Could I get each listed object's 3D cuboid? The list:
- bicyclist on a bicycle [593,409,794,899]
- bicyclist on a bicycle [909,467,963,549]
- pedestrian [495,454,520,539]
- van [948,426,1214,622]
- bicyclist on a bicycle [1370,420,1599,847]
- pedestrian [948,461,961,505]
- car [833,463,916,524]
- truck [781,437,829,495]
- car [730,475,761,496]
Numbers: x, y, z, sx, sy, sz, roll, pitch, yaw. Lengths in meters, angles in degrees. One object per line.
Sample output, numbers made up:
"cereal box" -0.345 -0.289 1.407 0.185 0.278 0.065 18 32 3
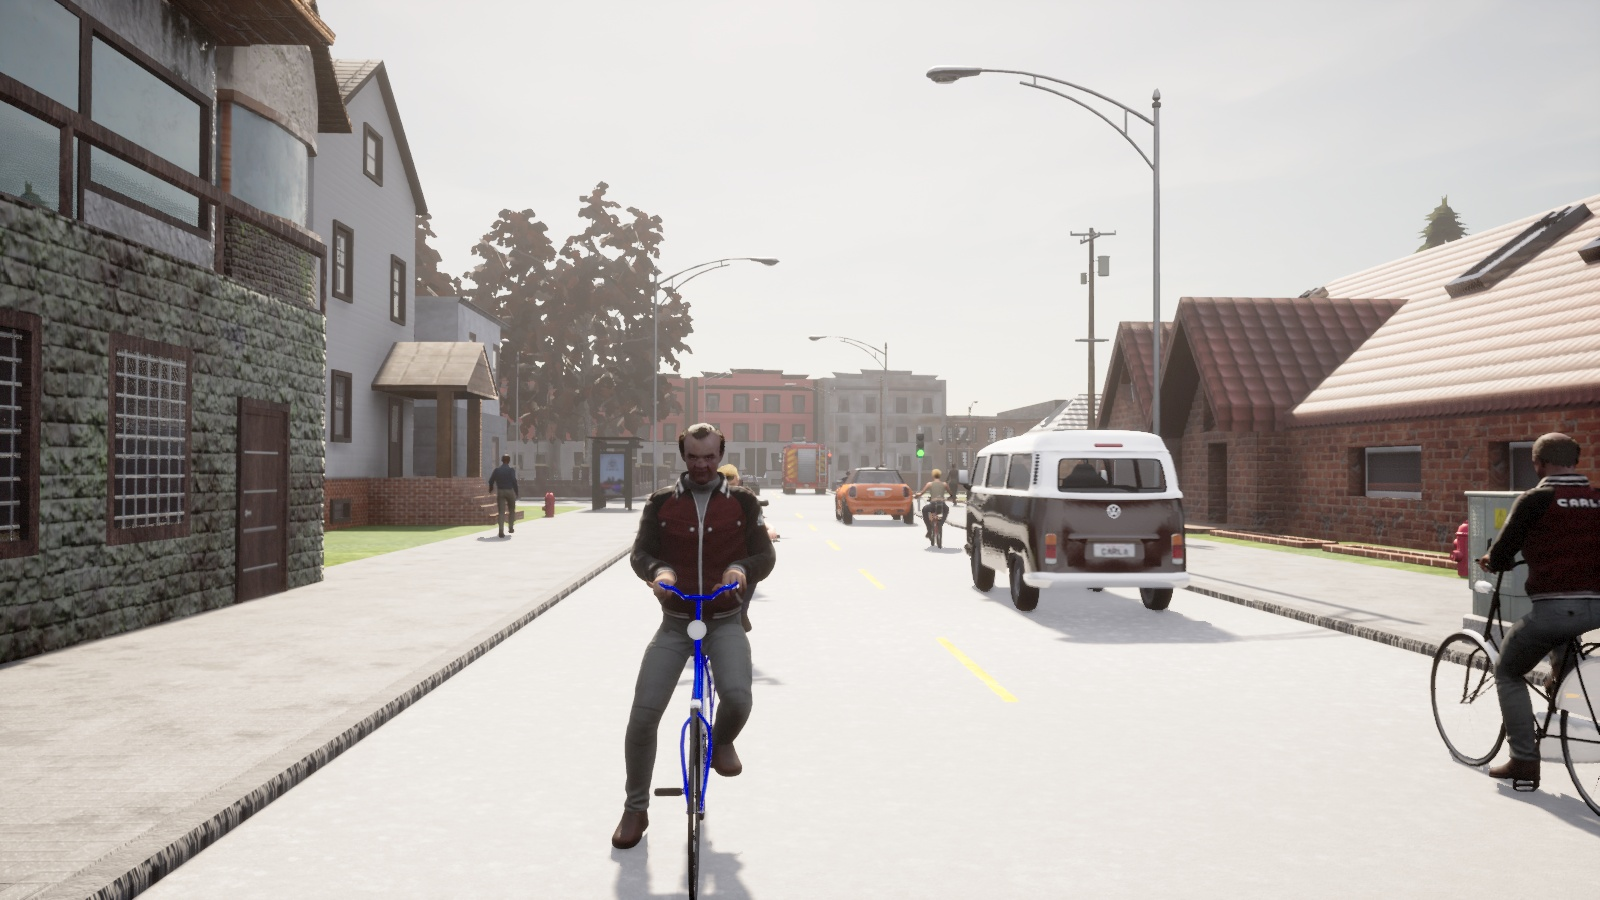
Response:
"bicyclist on a bicycle" -0.398 0.772 5.058 0.659 1.776 1.843 0 -1 -3
"bicyclist on a bicycle" 2.785 1.173 25.820 0.866 1.612 1.509 0 -1 -3
"pedestrian" -6.372 1.008 27.333 0.370 1.835 0.726 0 -1 0
"van" 3.212 0.786 15.373 2.069 2.038 4.480 0 -1 -2
"bicyclist on a bicycle" 3.589 0.774 6.165 0.659 1.776 1.843 0 -1 -2
"pedestrian" 6.514 1.386 53.010 0.328 1.805 0.869 0 -1 -5
"car" 2.243 1.317 38.959 2.097 1.767 4.553 0 -1 -2
"truck" 0.264 1.110 87.211 2.891 3.827 8.468 0 -1 -2
"car" -3.554 2.286 80.992 1.895 1.301 4.718 0 -1 -4
